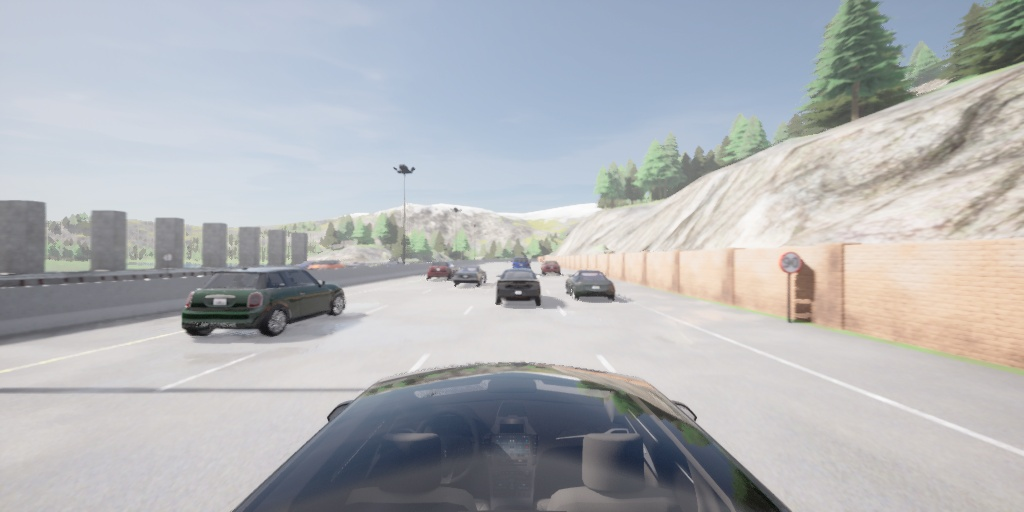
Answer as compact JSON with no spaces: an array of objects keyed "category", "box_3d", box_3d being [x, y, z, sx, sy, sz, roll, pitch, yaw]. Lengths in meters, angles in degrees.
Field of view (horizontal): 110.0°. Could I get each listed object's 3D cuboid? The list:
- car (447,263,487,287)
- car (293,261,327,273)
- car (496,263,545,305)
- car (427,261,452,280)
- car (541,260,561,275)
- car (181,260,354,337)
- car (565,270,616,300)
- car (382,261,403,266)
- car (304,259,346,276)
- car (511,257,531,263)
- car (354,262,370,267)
[{"category":"car","box_3d":[-2.934,1.394,25.860,2.033,1.411,5.357,0,0,2]},{"category":"car","box_3d":[-26.950,1.372,47.924,1.812,1.442,4.674,0,0,1]},{"category":"car","box_3d":[0.311,1.296,16.649,1.882,1.535,5.008,0,0,1]},{"category":"car","box_3d":[-6.203,1.215,32.664,2.097,1.767,4.553,0,0,2]},{"category":"car","box_3d":[4.565,1.307,42.873,2.097,1.767,4.553,0,0,1]},{"category":"car","box_3d":[-6.806,1.113,10.523,2.097,1.767,4.553,0,0,1]},{"category":"car","box_3d":[3.879,1.406,18.324,1.994,1.385,4.181,0,0,2]},{"category":"car","box_3d":[-16.467,1.389,49.786,2.128,1.511,4.902,0,0,1]},{"category":"car","box_3d":[-20.165,1.185,38.873,2.097,1.767,4.553,0,0,2]},{"category":"car","box_3d":[1.084,1.162,42.553,2.150,2.045,5.566,0,0,1]},{"category":"car","box_3d":[-23.405,1.495,54.358,1.895,1.301,4.718,0,0,1]}]
